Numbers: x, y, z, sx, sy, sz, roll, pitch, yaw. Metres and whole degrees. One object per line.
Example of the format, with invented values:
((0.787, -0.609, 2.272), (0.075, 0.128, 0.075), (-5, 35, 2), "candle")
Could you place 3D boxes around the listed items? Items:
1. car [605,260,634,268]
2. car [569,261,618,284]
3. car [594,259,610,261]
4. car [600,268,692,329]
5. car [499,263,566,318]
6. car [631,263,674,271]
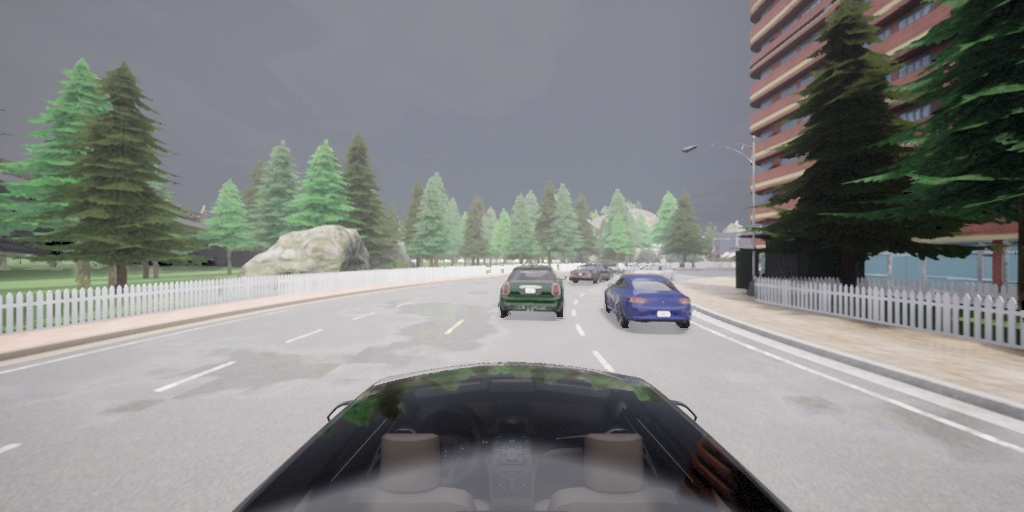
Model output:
((12.701, 1.412, 40.036), (4.718, 1.301, 1.895), (0, 0, -37), "car")
((6.106, 1.339, 27.308), (2.033, 1.411, 5.357), (0, 0, 31), "car")
((10.509, 1.168, 42.584), (4.553, 1.767, 2.097), (0, 0, -37), "car")
((4.081, 1.291, 11.272), (1.812, 1.442, 4.674), (0, 0, 7), "car")
((0.893, 1.120, 13.312), (2.097, 1.767, 4.553), (0, 0, 8), "car")
((11.663, 1.395, 29.124), (1.895, 1.301, 4.718), (0, 0, 38), "car")
